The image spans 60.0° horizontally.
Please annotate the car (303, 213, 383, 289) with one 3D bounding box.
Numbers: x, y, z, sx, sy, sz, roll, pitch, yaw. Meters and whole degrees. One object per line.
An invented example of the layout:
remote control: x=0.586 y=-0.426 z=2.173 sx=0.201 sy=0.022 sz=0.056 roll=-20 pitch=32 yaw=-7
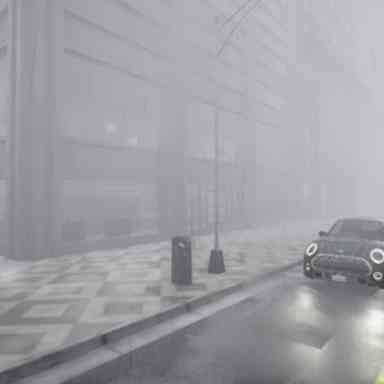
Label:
car: x=5.012 y=1.548 z=9.863 sx=2.097 sy=1.767 sz=4.553 roll=-1 pitch=-1 yaw=39
